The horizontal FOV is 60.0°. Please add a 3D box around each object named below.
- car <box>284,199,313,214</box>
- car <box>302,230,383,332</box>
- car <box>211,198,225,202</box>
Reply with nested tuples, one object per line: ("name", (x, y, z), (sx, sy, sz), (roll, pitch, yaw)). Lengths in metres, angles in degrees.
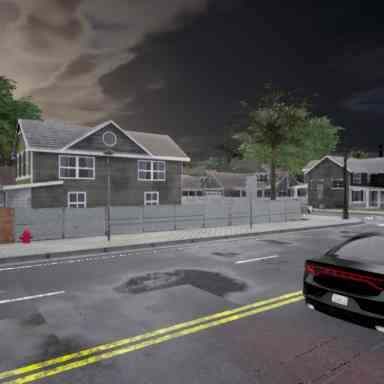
("car", (10.287, 1.521, 34.744), (2.128, 1.511, 4.902), (0, 0, -35))
("car", (4.257, 1.477, 6.478), (5.008, 1.535, 1.882), (0, 0, -35))
("car", (3.492, 1.527, 44.343), (1.882, 1.535, 5.008), (0, 0, -35))
